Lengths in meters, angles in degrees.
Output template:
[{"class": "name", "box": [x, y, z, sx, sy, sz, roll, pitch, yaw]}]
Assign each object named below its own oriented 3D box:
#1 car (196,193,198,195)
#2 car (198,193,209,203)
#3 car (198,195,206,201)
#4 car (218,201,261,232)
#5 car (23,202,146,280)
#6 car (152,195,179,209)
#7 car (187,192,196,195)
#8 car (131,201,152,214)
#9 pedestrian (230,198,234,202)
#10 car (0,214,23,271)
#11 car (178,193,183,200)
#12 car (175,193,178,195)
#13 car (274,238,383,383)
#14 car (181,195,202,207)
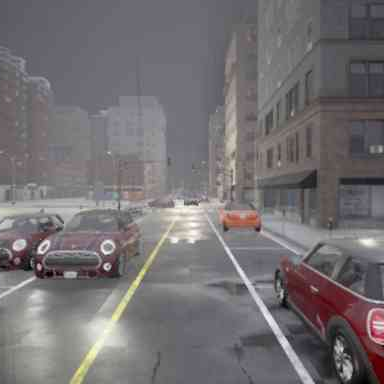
[{"class": "car", "box": [2.630, 1.310, 76.148, 2.192, 1.841, 5.009, 0, 0, 0]}, {"class": "car", "box": [2.631, 1.435, 70.486, 1.967, 1.590, 4.097, 0, 0, 0]}, {"class": "car", "box": [2.629, 1.520, 87.642, 1.752, 1.417, 4.829, 0, 0, 0]}, {"class": "car", "box": [2.748, 1.348, 20.163, 2.097, 1.767, 4.553, 0, 0, 0]}, {"class": "car", "box": [-2.850, 1.350, 10.058, 2.097, 1.767, 4.553, 0, 0, 0]}, {"class": "car", "box": [-4.177, 1.508, 44.325, 1.812, 1.442, 4.674, 1, 0, -41]}, {"class": "car", "box": [-0.008, 1.099, 85.530, 2.150, 2.045, 5.566, 0, 0, 0]}, {"class": "car", "box": [-5.391, 1.546, 32.316, 2.008, 1.369, 4.403, 0, 0, 0]}, {"class": "pedestrian", "box": [2.748, 1.290, 22.969, 0.375, 1.860, 0.375, 0, 0, -8]}, {"class": "car", "box": [-5.388, 1.438, 10.679, 1.967, 1.590, 4.097, 0, 0, 0]}, {"class": "car", "box": [-2.759, 1.525, 89.900, 2.033, 1.411, 5.357, 0, 0, 0]}, {"class": "car", "box": [-5.395, 1.309, 81.810, 2.192, 1.841, 5.009, 0, 0, 0]}, {"class": "car", "box": [2.637, 1.439, 5.270, 1.967, 1.590, 4.097, 0, 0, 0]}, {"class": "car", "box": [-0.139, 1.595, 51.875, 1.895, 1.301, 4.718, 0, 0, -9]}]
